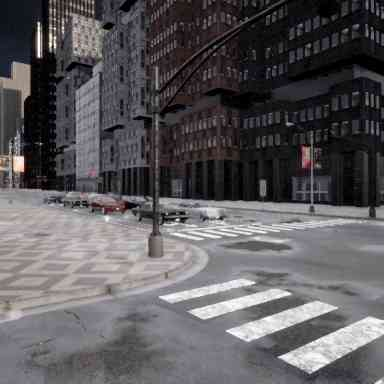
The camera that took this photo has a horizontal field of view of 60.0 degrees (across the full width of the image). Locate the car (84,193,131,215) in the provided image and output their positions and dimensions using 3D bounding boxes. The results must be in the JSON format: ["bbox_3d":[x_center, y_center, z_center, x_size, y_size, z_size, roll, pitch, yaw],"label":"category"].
[{"bbox_3d":[-7.650,1.100,29.746,1.882,1.535,5.008,0,1,-36],"label":"car"}]

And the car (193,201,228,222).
[{"bbox_3d":[0.429,1.351,24.082,1.895,1.301,4.718,0,1,-36],"label":"car"}]

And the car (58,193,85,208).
[{"bbox_3d":[-13.128,1.088,37.369,1.895,1.301,4.718,0,1,-36],"label":"car"}]

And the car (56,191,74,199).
[{"bbox_3d":[-25.005,0.572,65.333,2.033,1.411,5.357,0,1,-36],"label":"car"}]

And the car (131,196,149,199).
[{"bbox_3d":[-5.056,1.095,31.707,1.882,1.535,5.008,0,1,-36],"label":"car"}]

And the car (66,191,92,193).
[{"bbox_3d":[-16.506,0.681,47.683,2.097,1.767,4.553,0,1,-36],"label":"car"}]

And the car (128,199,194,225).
[{"bbox_3d":[-2.167,1.356,22.126,1.895,1.301,4.718,0,1,-36],"label":"car"}]

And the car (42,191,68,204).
[{"bbox_3d":[-19.351,0.875,46.078,2.033,1.411,5.357,0,1,-35],"label":"car"}]

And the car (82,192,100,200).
[{"bbox_3d":[-18.993,0.713,62.542,1.895,1.301,4.718,0,1,-36],"label":"car"}]

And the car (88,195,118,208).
[{"bbox_3d":[-10.547,1.083,39.344,1.895,1.301,4.718,0,1,-36],"label":"car"}]
